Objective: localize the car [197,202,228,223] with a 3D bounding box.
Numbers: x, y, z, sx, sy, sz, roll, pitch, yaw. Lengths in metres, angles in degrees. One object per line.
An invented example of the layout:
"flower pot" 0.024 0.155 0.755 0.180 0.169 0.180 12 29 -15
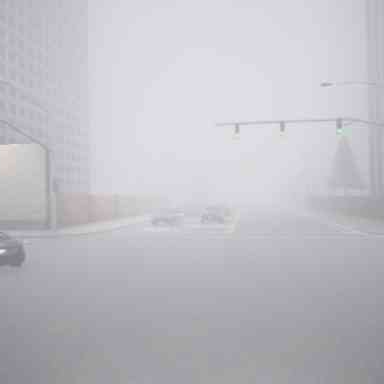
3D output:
"car" 1.929 1.928 29.837 1.837 1.490 4.892 -1 -1 10

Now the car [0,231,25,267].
"car" -7.612 1.844 11.222 4.181 1.385 1.994 -1 -1 30

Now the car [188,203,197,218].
"car" -0.320 2.074 37.409 1.837 1.490 4.892 -1 -1 10

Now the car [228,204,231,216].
"car" 3.537 2.008 39.177 1.882 1.535 5.008 -1 -1 10

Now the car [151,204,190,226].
"car" -1.918 2.009 28.103 2.033 1.411 5.357 -1 -1 10
